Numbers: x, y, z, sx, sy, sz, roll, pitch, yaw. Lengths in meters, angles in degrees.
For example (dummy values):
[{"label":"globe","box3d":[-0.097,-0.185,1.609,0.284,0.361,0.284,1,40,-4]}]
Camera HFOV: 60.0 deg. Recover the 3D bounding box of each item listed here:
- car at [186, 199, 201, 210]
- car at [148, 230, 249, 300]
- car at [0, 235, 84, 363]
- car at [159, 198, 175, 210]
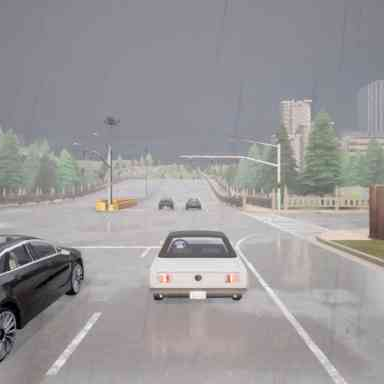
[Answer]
[{"label":"car","box3d":[0.198,1.564,43.924,1.994,1.385,4.181,0,0,0]},{"label":"car","box3d":[0.117,1.601,8.311,1.895,1.301,4.718,0,0,0]},{"label":"car","box3d":[-3.387,1.492,5.777,2.128,1.511,4.902,0,0,0]},{"label":"car","box3d":[-3.304,1.505,43.743,1.837,1.490,4.892,0,0,0]}]
